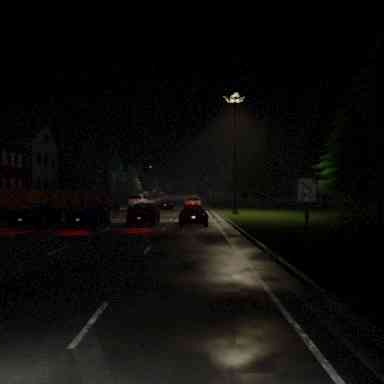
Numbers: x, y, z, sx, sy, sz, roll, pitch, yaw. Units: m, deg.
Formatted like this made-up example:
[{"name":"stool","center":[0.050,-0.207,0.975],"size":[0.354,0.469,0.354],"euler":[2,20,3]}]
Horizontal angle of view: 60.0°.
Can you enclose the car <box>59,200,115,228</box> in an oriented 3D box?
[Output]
[{"name":"car","center":[-6.899,1.523,22.558],"size":[1.882,1.535,5.008],"euler":[0,0,0]}]

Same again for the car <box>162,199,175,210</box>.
[{"name":"car","center":[-3.400,1.652,44.373],"size":[1.994,1.385,4.181],"euler":[0,0,0]}]

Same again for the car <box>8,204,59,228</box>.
[{"name":"car","center":[-10.399,1.523,22.573],"size":[1.882,1.535,5.008],"euler":[0,0,0]}]

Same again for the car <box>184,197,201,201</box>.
[{"name":"car","center":[0.101,1.437,43.218],"size":[2.097,1.767,4.553],"euler":[0,0,0]}]

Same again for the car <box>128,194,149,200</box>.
[{"name":"car","center":[-6.898,1.307,43.007],"size":[2.150,2.045,5.566],"euler":[0,0,0]}]

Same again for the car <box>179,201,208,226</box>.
[{"name":"car","center":[0.100,1.611,23.624],"size":[1.994,1.385,4.181],"euler":[0,0,0]}]

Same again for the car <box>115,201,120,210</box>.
[{"name":"car","center":[-10.399,1.685,42.110],"size":[1.895,1.301,4.718],"euler":[0,0,0]}]

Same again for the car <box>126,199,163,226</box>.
[{"name":"car","center":[-3.400,1.525,23.854],"size":[1.882,1.535,5.008],"euler":[0,0,0]}]
